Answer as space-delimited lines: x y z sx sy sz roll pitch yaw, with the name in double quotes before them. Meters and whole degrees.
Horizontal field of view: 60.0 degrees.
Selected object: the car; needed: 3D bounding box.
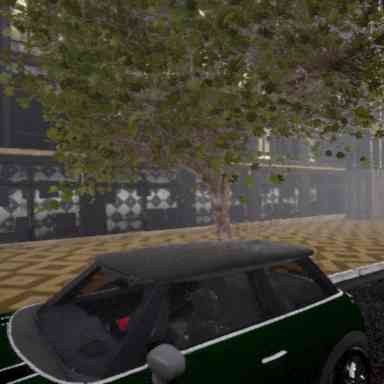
"car" -0.370 1.350 3.099 4.553 1.767 2.097 0 0 -35
